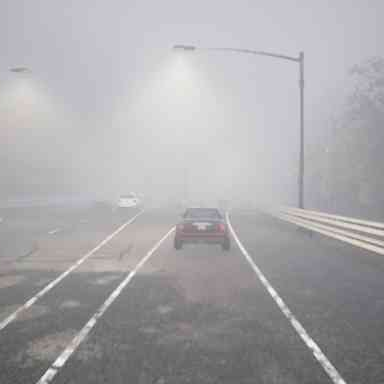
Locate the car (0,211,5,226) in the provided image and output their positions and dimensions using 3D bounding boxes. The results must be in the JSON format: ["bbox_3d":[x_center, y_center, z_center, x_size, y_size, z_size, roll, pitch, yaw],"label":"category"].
[{"bbox_3d":[-12.951,1.435,19.730,1.837,1.490,4.892,0,0,-4],"label":"car"}]

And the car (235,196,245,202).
[{"bbox_3d":[12.985,1.808,89.597,2.097,1.767,4.553,0,0,17],"label":"car"}]

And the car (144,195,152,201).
[{"bbox_3d":[-10.904,1.482,82.318,2.128,1.511,4.902,0,0,-4],"label":"car"}]

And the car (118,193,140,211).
[{"bbox_3d":[-7.510,1.189,40.065,2.150,2.045,5.566,0,0,-4],"label":"car"}]

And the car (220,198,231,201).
[{"bbox_3d":[5.714,1.775,59.169,1.837,1.490,4.892,0,0,11],"label":"car"}]

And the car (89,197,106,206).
[{"bbox_3d":[-15.764,1.524,55.868,1.895,1.301,4.718,0,0,-4],"label":"car"}]

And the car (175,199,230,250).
[{"bbox_3d":[0.472,1.364,14.698,2.097,1.767,4.553,1,0,3],"label":"car"}]

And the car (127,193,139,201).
[{"bbox_3d":[-14.298,1.162,80.849,2.150,2.045,5.566,0,0,-4],"label":"car"}]

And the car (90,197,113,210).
[{"bbox_3d":[-11.154,1.472,41.717,1.812,1.442,4.674,0,0,-4],"label":"car"}]
